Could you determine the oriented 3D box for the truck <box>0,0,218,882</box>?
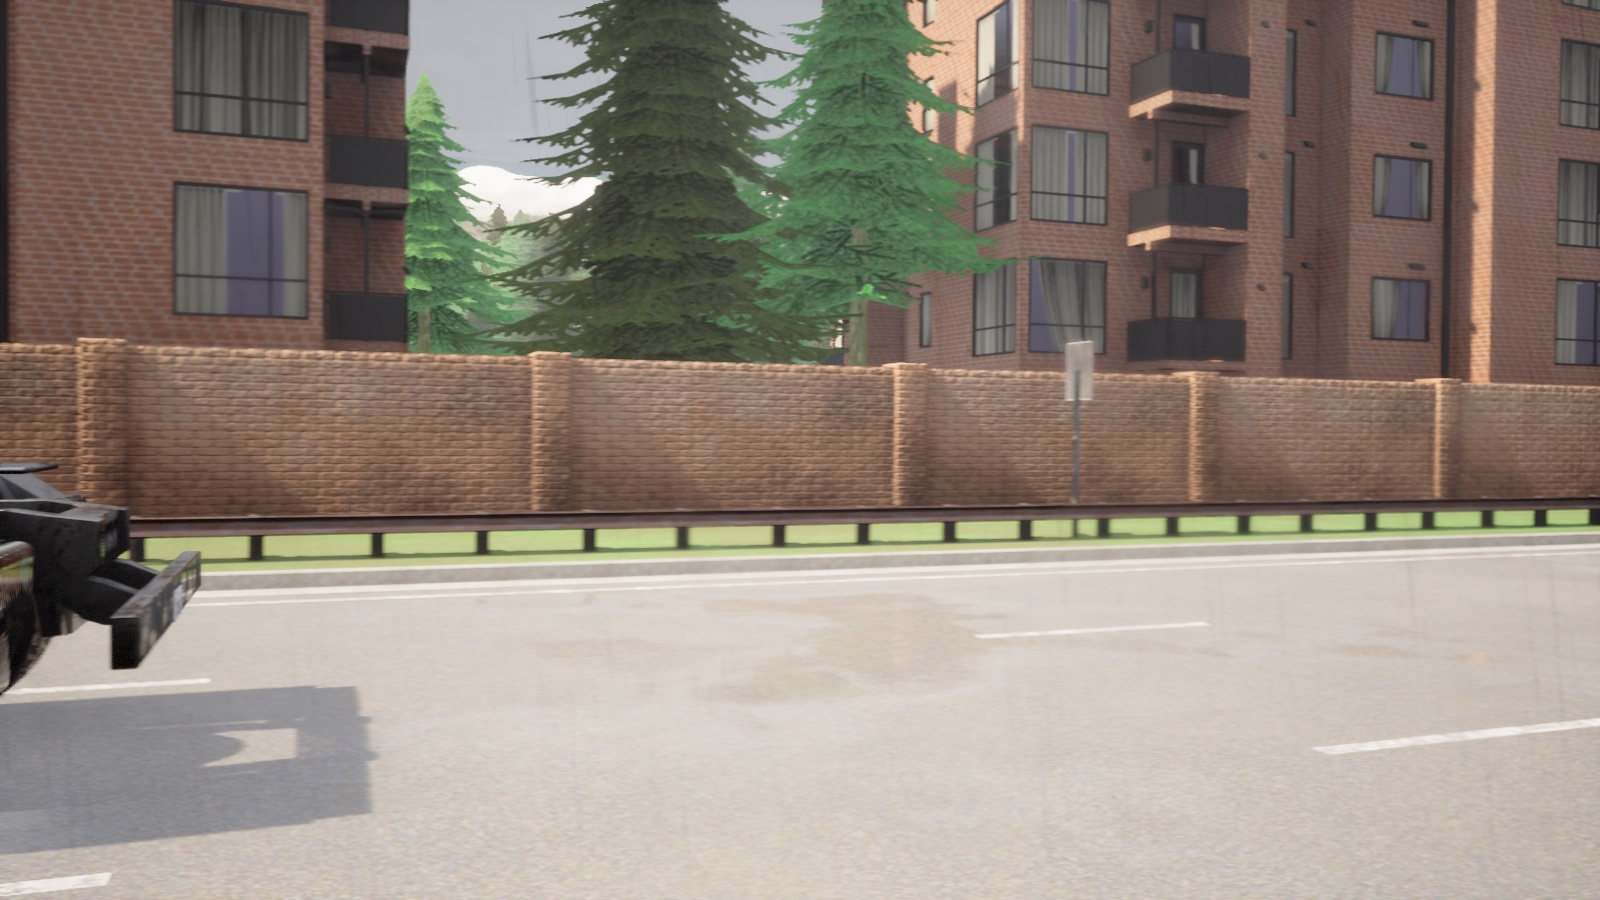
[{"bbox_3d":[-6.584,-0.176,4.471,7.936,3.462,2.891,-1,1,-21],"label":"truck"}]
